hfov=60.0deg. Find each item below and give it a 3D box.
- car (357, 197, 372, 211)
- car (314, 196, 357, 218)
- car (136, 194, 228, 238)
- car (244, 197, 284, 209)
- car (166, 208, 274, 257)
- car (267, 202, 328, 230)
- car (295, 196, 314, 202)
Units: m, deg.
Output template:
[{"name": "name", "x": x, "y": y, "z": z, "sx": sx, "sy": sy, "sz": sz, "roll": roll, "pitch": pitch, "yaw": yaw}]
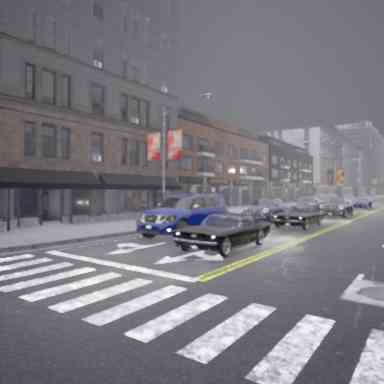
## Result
[{"name": "car", "x": 19.784, "y": 1.293, "z": 38.942, "sx": 1.882, "sy": 1.535, "sz": 5.008, "roll": 0, "pitch": 0, "yaw": 36}, {"name": "car", "x": 12.449, "y": 1.207, "z": 28.681, "sx": 2.097, "sy": 1.767, "sz": 4.553, "roll": 0, "pitch": 0, "yaw": 36}, {"name": "car", "x": -0.249, "y": 1.120, "z": 16.371, "sx": 2.150, "sy": 2.045, "sz": 5.566, "roll": 0, "pitch": 0, "yaw": 35}, {"name": "car", "x": 5.378, "y": 1.213, "z": 24.319, "sx": 2.097, "sy": 1.767, "sz": 4.553, "roll": 0, "pitch": 0, "yaw": 35}, {"name": "car", "x": 1.314, "y": 1.529, "z": 12.945, "sx": 1.895, "sy": 1.301, "sz": 4.718, "roll": 0, "pitch": 0, "yaw": 35}, {"name": "car", "x": 6.603, "y": 1.494, "z": 20.433, "sx": 1.895, "sy": 1.301, "sz": 4.718, "roll": 0, "pitch": 0, "yaw": 35}, {"name": "car", "x": 11.310, "y": 1.176, "z": 32.684, "sx": 2.097, "sy": 1.767, "sz": 4.553, "roll": 0, "pitch": 0, "yaw": 35}]
